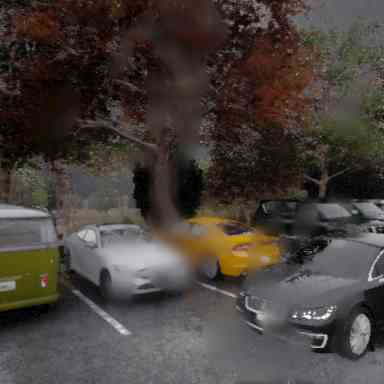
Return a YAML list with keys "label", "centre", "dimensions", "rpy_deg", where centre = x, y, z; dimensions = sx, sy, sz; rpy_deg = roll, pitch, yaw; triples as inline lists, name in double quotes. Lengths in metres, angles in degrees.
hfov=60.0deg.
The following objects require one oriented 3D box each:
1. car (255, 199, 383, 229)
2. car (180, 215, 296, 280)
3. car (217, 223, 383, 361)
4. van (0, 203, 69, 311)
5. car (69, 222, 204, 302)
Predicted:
- label: "car"
  centre: [4.946, 1.324, 13.522]
  dimensions: [2.435, 2.045, 5.566]
  rpy_deg: [1, 0, -35]
- label: "car"
  centre: [0.412, 1.534, 10.335]
  dimensions: [2.097, 1.535, 5.008]
  rpy_deg: [1, 0, -35]
- label: "car"
  centre: [2.973, 1.553, 6.102]
  dimensions: [4.892, 1.490, 1.837]
  rpy_deg: [1, 0, -35]
- label: "van"
  centre: [-4.279, 1.267, 7.158]
  dimensions: [1.878, 1.987, 4.442]
  rpy_deg: [1, 0, -35]
- label: "car"
  centre: [-1.955, 1.553, 8.667]
  dimensions: [2.002, 1.452, 4.674]
  rpy_deg: [1, 0, -35]
